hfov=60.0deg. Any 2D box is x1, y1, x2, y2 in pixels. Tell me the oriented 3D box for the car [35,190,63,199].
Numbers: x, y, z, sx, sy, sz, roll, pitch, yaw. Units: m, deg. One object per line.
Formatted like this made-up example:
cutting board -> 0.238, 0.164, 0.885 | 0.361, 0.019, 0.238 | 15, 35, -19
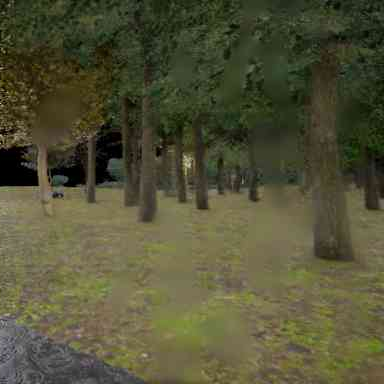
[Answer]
car -> -25.660, 0.524, 59.859 | 1.837, 1.490, 4.892 | -2, 2, 34
